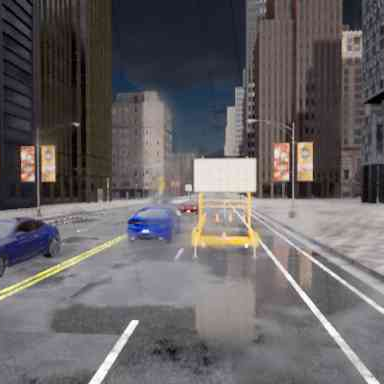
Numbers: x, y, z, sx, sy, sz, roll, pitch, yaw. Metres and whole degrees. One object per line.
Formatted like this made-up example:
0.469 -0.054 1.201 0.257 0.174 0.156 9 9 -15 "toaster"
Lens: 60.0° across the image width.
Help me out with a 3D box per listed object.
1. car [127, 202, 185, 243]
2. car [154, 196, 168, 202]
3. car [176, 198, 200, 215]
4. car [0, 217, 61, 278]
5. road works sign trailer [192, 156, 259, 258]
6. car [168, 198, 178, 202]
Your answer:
-1.647 1.441 15.929 1.882 1.535 5.008 0 0 5 "car"
-5.036 1.459 55.072 2.128 1.511 4.902 0 0 5 "car"
-0.139 1.547 33.738 1.895 1.301 4.718 0 0 5 "car"
-5.619 1.502 9.923 1.812 1.442 4.674 0 0 5 "car"
1.244 0.434 12.635 2.380 3.560 2.880 0 0 6 "road works sign trailer"
-2.015 1.564 52.355 1.895 1.301 4.718 0 0 5 "car"
